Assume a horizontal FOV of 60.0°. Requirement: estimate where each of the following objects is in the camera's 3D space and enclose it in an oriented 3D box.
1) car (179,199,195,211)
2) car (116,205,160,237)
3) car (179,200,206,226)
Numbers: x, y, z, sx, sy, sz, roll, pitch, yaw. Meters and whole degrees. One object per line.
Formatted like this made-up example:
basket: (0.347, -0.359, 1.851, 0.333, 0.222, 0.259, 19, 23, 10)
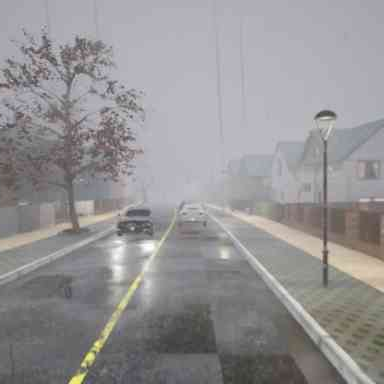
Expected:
car: (-0.714, 1.685, 43.366, 1.994, 1.385, 4.181, 0, 0, -3)
car: (-2.853, 1.531, 18.348, 1.837, 1.490, 4.892, 0, 0, 0)
car: (0.019, 1.566, 23.700, 1.812, 1.442, 4.674, 0, 0, -1)
